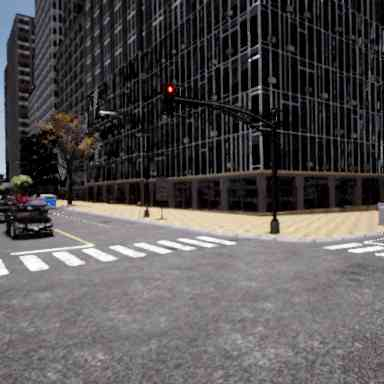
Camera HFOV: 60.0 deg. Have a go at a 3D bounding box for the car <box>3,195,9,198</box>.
[{"bbox_3d":[-40.739,1.479,74.992,2.008,1.369,4.403,0,0,-34],"label":"car"}]

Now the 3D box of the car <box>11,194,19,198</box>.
[{"bbox_3d":[-31.137,1.240,60.902,2.192,1.841,5.009,0,0,-34],"label":"car"}]

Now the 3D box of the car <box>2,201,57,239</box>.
[{"bbox_3d":[-8.704,1.485,17.694,1.837,1.490,4.892,-1,1,-34],"label":"car"}]

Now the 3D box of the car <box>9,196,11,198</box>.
[{"bbox_3d":[-34.338,1.366,65.598,1.967,1.590,4.097,0,0,-34],"label":"car"}]

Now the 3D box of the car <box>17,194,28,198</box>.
[{"bbox_3d":[-27.935,1.505,56.206,1.802,1.307,4.206,0,0,-34],"label":"car"}]

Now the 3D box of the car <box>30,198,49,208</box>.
[{"bbox_3d":[-21.533,1.502,46.812,1.802,1.307,4.206,0,0,-34],"label":"car"}]

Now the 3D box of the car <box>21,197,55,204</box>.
[{"bbox_3d":[-15.908,1.496,33.945,2.033,1.411,5.357,-1,0,-34],"label":"car"}]

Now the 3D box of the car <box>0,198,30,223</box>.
[{"bbox_3d":[-14.008,1.491,25.479,1.837,1.490,4.892,-1,0,-34],"label":"car"}]

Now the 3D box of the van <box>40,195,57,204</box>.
[{"bbox_3d":[-18.333,1.259,42.114,1.690,1.788,3.998,0,0,-34],"label":"van"}]

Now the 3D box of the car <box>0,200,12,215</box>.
[{"bbox_3d":[-19.798,1.593,33.989,1.895,1.301,4.718,-1,0,-34],"label":"car"}]
